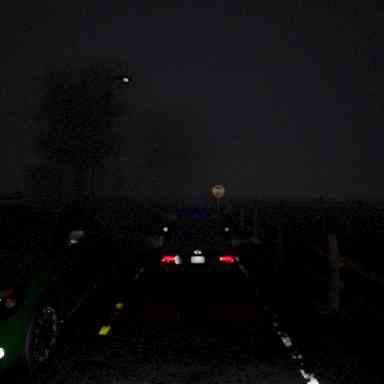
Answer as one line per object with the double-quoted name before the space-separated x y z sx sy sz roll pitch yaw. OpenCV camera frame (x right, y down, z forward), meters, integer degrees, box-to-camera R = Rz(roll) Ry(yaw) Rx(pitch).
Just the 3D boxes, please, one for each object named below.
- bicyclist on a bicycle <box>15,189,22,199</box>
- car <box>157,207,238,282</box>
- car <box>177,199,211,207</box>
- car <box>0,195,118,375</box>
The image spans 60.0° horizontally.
"bicyclist on a bicycle" -21.913 0.442 42.020 0.582 1.620 1.656 1 1 2
"car" 0.122 1.394 9.331 2.033 1.411 5.357 0 1 0
"car" 0.137 1.148 20.197 1.882 1.535 5.008 0 1 0
"car" -2.835 1.124 5.825 2.150 2.045 5.566 0 1 0
